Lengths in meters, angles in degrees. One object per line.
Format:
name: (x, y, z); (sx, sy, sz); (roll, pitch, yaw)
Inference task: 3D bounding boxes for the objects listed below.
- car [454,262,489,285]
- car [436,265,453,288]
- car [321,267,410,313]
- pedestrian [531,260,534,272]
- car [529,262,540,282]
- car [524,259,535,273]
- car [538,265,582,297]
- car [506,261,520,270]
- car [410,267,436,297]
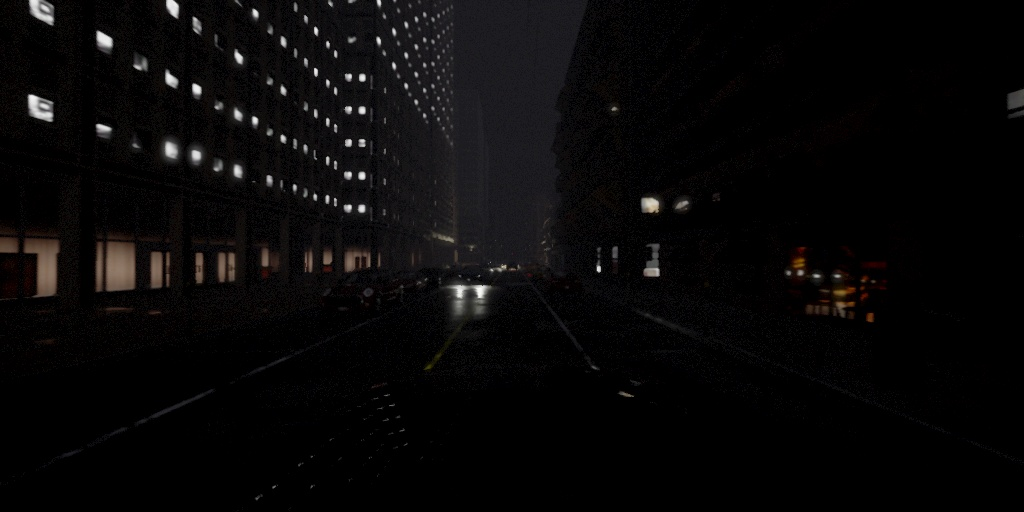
car: (-3.101, 1.453, 28.126); (1.812, 1.442, 4.674); (0, 0, 0)
car: (-5.693, 1.475, 25.381); (1.948, 1.339, 4.313); (0, 0, 0)
car: (-5.692, 1.273, 14.084); (1.967, 1.591, 4.097); (0, 0, 0)
pedestrian: (2.995, 1.398, 52.728); (0.375, 1.860, 0.375); (0, 0, -2)
car: (2.687, 1.473, 31.199); (1.751, 1.417, 4.829); (0, 0, 0)
car: (2.995, 1.537, 49.735); (1.801, 1.575, 5.366); (0, 0, 0)
car: (2.688, 1.416, 19.732); (1.888, 1.381, 4.507); (0, 0, 0)
car: (0.019, 1.712, 65.280); (1.837, 1.490, 4.892); (0, -1, 1)
car: (-5.692, 1.453, 19.731); (1.802, 1.307, 4.207); (0, 0, 0)
